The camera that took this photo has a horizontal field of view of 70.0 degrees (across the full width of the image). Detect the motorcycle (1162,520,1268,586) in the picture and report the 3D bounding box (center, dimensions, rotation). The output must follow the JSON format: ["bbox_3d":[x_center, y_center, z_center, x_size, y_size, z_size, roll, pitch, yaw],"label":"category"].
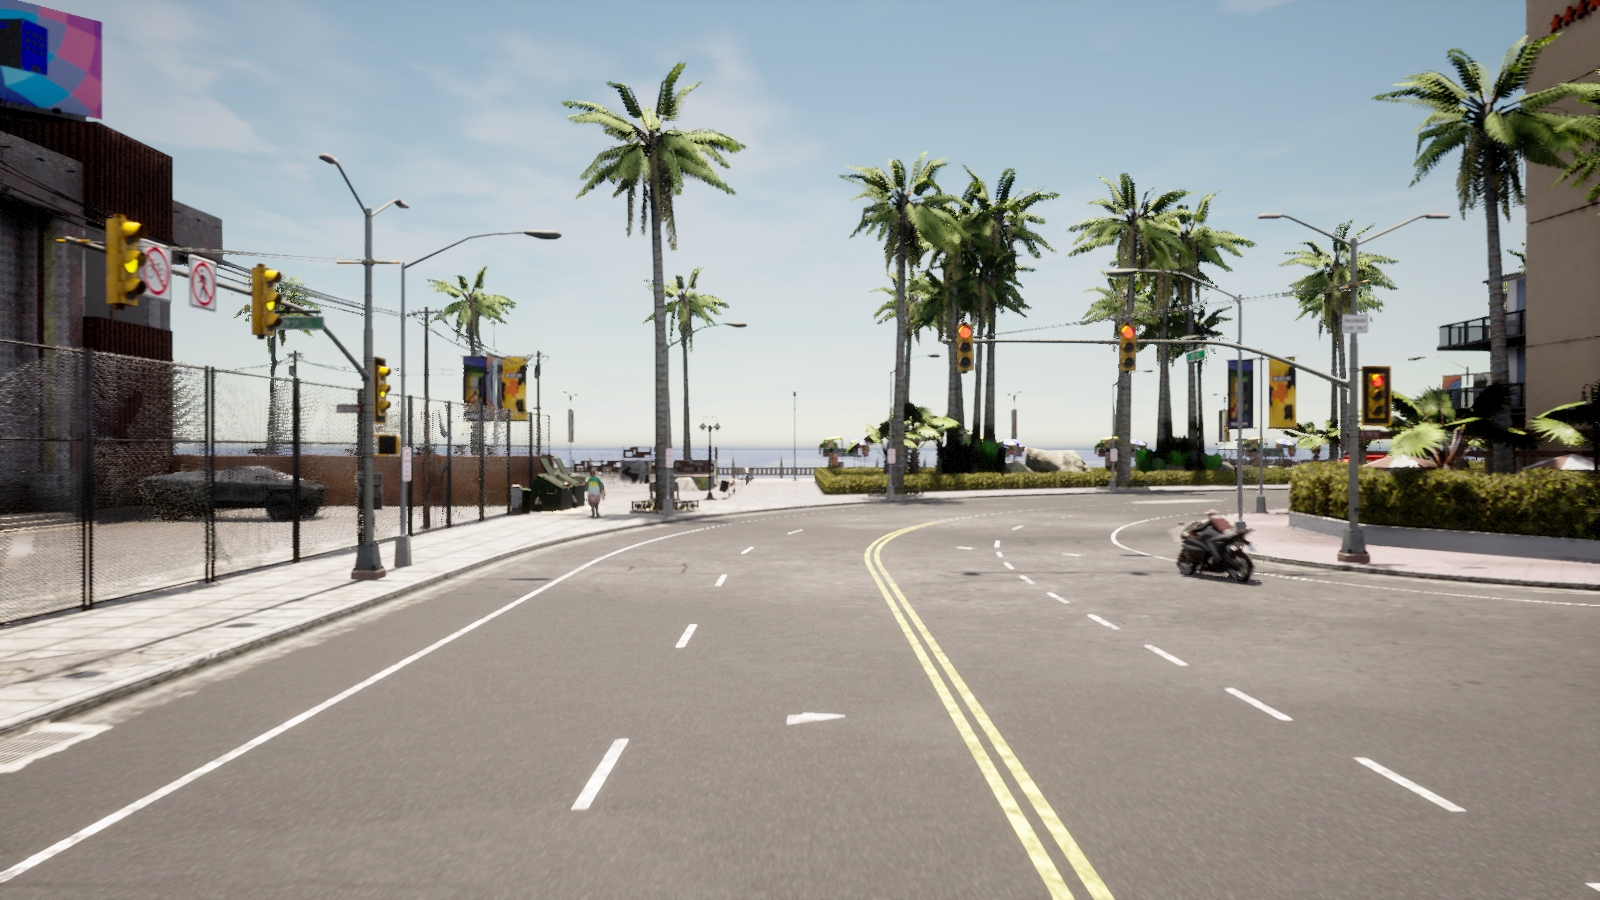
[{"bbox_3d":[9.004,2.204,24.906,0.867,1.251,2.209,1,-1,-24],"label":"motorcycle"}]

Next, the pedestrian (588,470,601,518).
[{"bbox_3d":[-8.004,1.696,44.515,0.375,1.860,0.375,0,0,6],"label":"pedestrian"}]
